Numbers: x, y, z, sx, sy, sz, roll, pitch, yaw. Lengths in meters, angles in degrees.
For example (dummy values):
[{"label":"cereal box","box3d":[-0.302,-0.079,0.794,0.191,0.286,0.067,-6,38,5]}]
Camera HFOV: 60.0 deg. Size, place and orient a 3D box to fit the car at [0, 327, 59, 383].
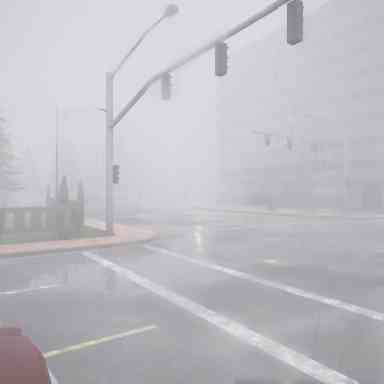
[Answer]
[{"label":"car","box3d":[-3.096,1.601,1.571,4.718,1.301,1.895,0,0,-35]}]
